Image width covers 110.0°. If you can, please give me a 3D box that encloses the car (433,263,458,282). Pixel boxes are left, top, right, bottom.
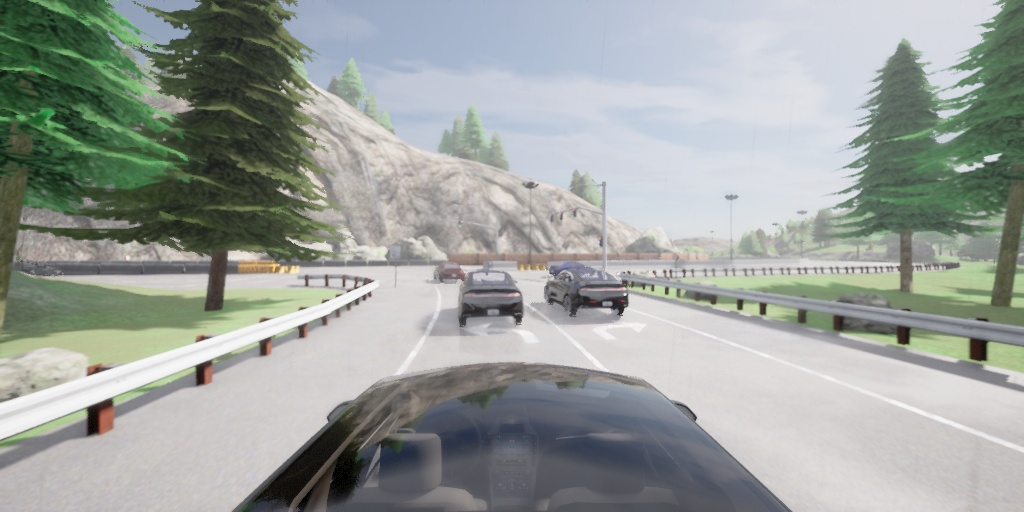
[{"bbox_3d":[-4.956,1.230,28.035,1.812,1.442,4.674,0,0,-20],"label":"car"}]

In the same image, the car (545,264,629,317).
[{"bbox_3d":[2.508,1.214,13.095,2.128,1.511,4.902,0,0,-8],"label":"car"}]

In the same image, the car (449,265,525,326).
[{"bbox_3d":[-0.795,1.222,11.612,2.128,1.511,4.902,0,0,-8],"label":"car"}]

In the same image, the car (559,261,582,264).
[{"bbox_3d":[5.673,1.204,33.174,4.674,1.442,1.812,0,-1,-28],"label":"car"}]

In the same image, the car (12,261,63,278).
[{"bbox_3d":[-41.617,1.175,30.352,4.892,1.490,1.837,0,0,-16],"label":"car"}]
